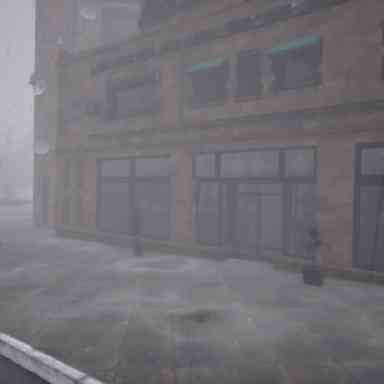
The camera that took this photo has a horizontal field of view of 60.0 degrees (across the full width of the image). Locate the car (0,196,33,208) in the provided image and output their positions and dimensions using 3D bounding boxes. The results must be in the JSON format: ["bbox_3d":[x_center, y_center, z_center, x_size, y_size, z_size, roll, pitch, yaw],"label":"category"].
[{"bbox_3d":[-20.876,1.131,38.415,1.895,1.301,4.718,1,0,29],"label":"car"}]
